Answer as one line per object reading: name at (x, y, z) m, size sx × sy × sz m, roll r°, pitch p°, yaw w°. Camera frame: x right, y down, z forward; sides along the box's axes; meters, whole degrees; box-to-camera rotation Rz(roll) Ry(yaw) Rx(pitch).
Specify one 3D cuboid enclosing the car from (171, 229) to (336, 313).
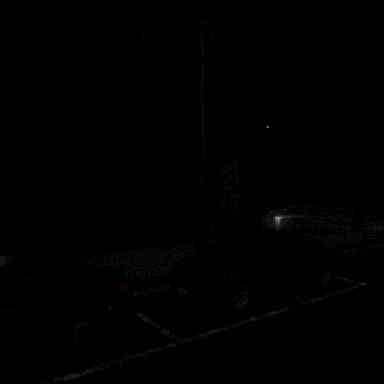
car at (1.583, 1.566, 7.663) m, size 4.313 × 1.339 × 1.947 m, roll 0°, pitch 0°, yaw -35°

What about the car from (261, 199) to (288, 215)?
car at (7.313, 1.465, 33.221) m, size 1.837 × 1.490 × 4.892 m, roll 0°, pitch 0°, yaw -36°

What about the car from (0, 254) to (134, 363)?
car at (-2.855, 1.582, 4.498) m, size 4.206 × 1.307 × 1.802 m, roll 0°, pitch 0°, yaw -35°
